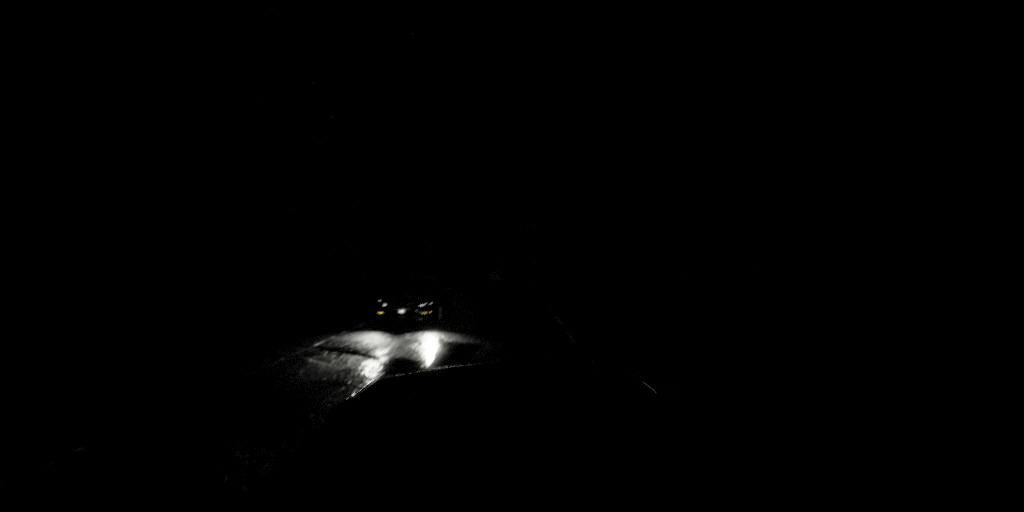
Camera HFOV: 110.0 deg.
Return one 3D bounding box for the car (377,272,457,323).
[{"bbox_3d":[-3.094,1.330,12.494,1.837,1.490,4.892,0,0,0],"label":"car"}]
